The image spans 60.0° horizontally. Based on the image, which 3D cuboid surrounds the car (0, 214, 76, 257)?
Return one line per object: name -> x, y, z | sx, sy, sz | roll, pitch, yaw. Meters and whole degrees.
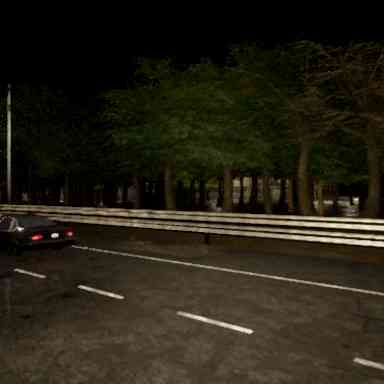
car -> -6.816, 1.571, 13.045 | 5.357, 1.411, 2.033 | 0, 0, 36
